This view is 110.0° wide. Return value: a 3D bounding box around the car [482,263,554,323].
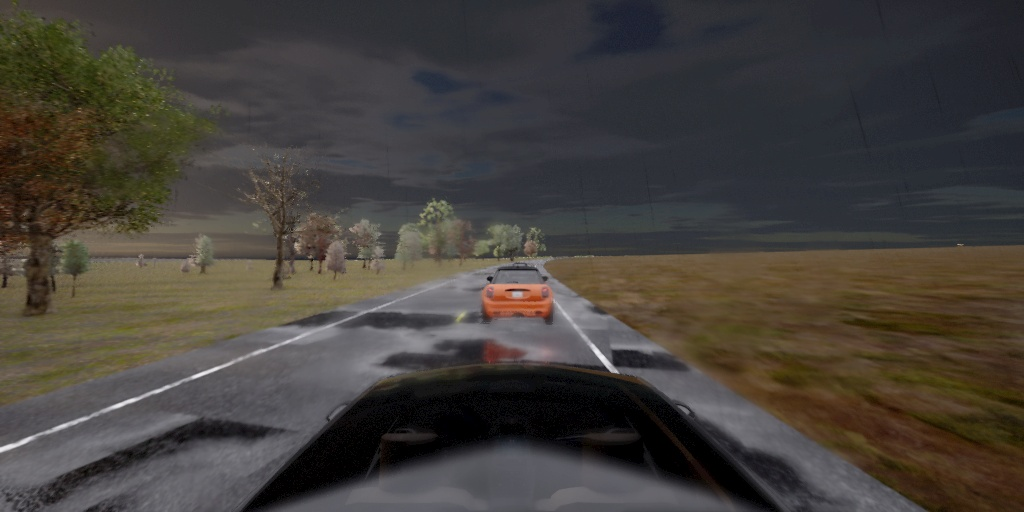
[{"bbox_3d":[0.195,1.103,12.205,2.097,1.767,4.553,0,0,1],"label":"car"}]
